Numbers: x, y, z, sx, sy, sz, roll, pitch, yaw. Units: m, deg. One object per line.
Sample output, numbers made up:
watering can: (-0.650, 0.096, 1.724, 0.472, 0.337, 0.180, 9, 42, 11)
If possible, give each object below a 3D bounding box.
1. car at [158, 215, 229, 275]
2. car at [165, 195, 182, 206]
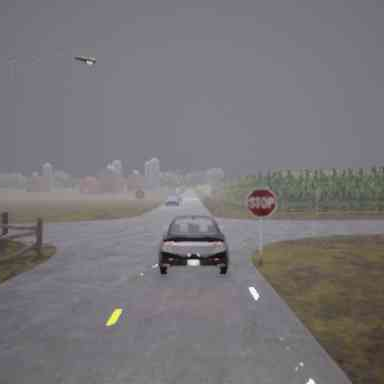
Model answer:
car: (0.054, 1.461, 10.328, 2.128, 1.511, 4.902, 0, 0, 0)
car: (-2.861, 1.298, 49.350, 1.882, 1.535, 5.008, 0, 0, 0)
